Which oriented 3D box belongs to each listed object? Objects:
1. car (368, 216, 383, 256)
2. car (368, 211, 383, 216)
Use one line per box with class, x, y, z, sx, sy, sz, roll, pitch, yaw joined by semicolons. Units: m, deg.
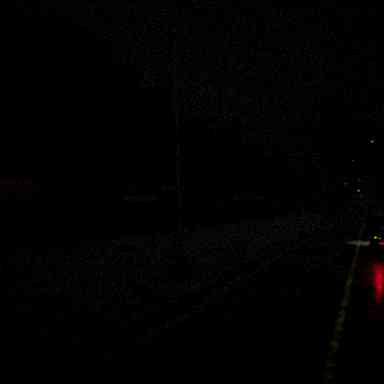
car;9.105;2.013;15.067;1.812;1.442;4.674;-2;-3;28
car;18.019;2.525;31.865;1.882;1.535;5.008;-2;-3;28
